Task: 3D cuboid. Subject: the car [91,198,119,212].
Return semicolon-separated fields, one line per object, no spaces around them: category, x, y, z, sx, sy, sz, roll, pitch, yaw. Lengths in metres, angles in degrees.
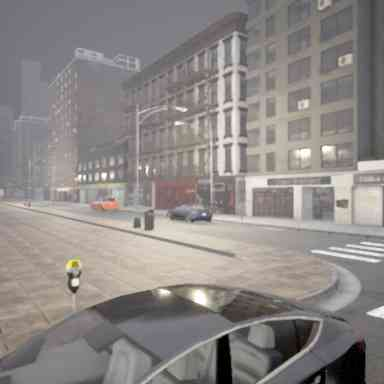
car;-10.656;1.462;40.447;2.097;1.767;4.553;0;0;-35

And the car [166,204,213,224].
car;-0.272;1.623;25.820;1.994;1.385;4.181;0;0;-35

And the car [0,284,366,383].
car;-0.368;1.567;2.547;4.313;1.339;1.947;0;0;-35
